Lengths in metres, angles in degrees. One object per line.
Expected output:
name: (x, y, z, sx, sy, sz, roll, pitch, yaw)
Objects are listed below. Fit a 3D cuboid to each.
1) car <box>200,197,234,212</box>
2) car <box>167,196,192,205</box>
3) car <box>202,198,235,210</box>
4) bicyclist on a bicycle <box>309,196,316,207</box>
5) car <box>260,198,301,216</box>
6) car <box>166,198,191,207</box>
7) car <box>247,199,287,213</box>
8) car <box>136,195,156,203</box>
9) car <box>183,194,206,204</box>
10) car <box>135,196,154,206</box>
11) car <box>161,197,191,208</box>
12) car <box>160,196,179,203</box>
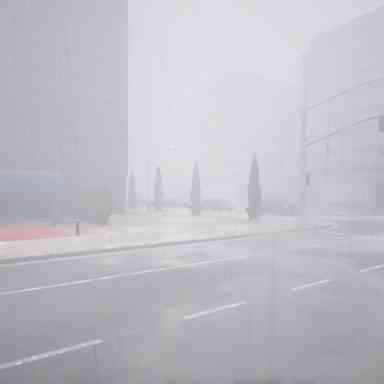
car: (3.001, 1.491, 39.637, 2.128, 1.511, 4.902, 0, 0, -35)
car: (-2.334, 1.547, 59.935, 2.033, 1.411, 5.357, 0, 0, -35)
car: (3.515, 1.526, 45.036, 1.812, 1.442, 4.674, 0, 0, -35)
bicyclist on a bicycle: (16.941, 1.301, 46.707, 1.656, 1.620, 0.582, 0, 0, -35)
car: (8.192, 1.352, 32.161, 2.097, 1.767, 4.553, 0, 0, -35)
car: (-2.202, 1.601, 53.280, 1.895, 1.301, 4.718, 0, 0, -35)
car: (8.509, 1.564, 37.841, 1.994, 1.385, 4.181, 0, 0, -35)
car: (-9.772, 1.520, 70.452, 2.128, 1.511, 4.902, 0, 0, -35)
car: (0.365, 1.352, 62.186, 2.097, 1.767, 4.553, 0, 0, -35)
car: (-8.100, 1.526, 55.676, 1.812, 1.442, 4.674, 0, 0, -34)
car: (-2.559, 1.547, 47.646, 2.033, 1.411, 5.357, 0, 0, -35)
car: (-4.757, 1.601, 69.527, 1.895, 1.301, 4.718, 0, 0, -35)
